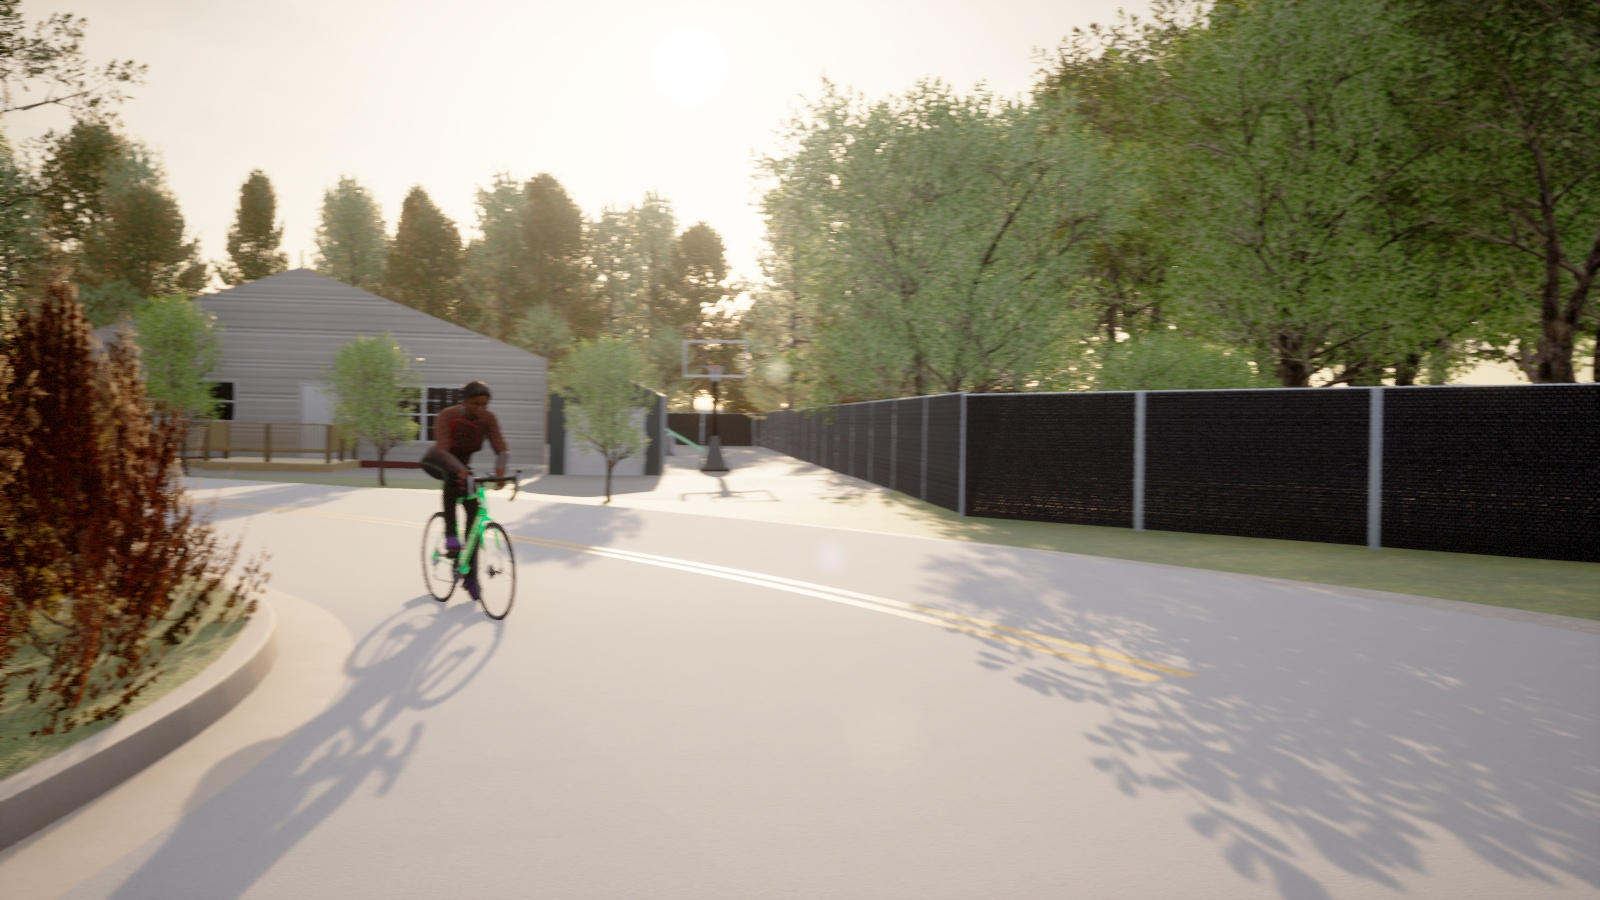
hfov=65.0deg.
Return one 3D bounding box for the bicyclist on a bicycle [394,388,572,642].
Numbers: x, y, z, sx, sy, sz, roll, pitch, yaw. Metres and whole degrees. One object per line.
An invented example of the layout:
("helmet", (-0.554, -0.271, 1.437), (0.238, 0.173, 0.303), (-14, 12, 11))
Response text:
("bicyclist on a bicycle", (-2.260, 0.392, 8.832), (0.582, 1.620, 1.656), (-2, 2, -37))
